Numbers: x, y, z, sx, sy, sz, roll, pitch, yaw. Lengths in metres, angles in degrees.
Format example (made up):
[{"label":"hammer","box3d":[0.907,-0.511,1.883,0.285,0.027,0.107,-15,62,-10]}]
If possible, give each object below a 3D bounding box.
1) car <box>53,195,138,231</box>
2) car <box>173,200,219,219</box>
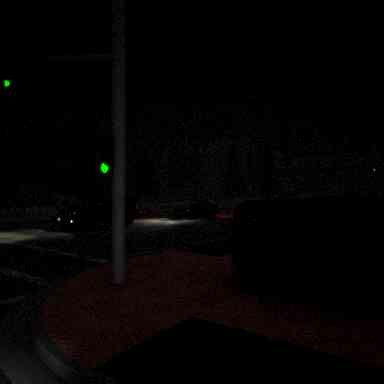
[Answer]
[{"label":"car","box3d":[-5.968,1.221,21.371,2.150,2.045,5.566,0,0,38]},{"label":"car","box3d":[0.393,1.478,29.389,1.882,1.535,5.008,0,0,39]}]
